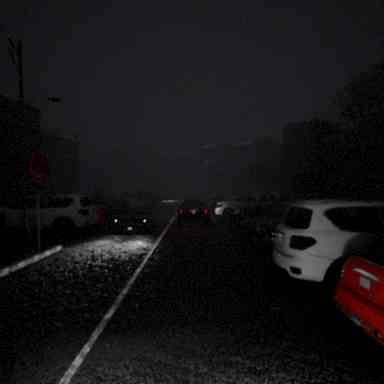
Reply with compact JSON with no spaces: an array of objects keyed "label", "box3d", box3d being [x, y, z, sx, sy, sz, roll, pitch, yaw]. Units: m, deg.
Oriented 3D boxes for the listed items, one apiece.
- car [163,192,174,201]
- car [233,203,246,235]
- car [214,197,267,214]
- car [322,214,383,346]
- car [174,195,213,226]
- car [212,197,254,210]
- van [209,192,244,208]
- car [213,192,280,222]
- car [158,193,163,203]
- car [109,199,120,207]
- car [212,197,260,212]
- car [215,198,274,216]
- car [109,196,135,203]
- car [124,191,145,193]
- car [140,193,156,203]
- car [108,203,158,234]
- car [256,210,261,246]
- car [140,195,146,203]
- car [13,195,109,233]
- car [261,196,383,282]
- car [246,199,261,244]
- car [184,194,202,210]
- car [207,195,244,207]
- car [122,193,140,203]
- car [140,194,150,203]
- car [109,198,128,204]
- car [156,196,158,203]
[{"label":"car","box3d":[-4.603,0.787,61.053,1.994,1.385,4.181,-1,4,-21]},{"label":"car","box3d":[4.624,1.433,15.976,4.792,1.488,2.163,0,0,0]},{"label":"car","box3d":[4.665,1.325,32.736,4.892,1.521,2.231,0,0,0]},{"label":"car","box3d":[4.620,1.331,4.799,4.553,1.767,2.185,0,0,0]},{"label":"car","box3d":[0.106,1.245,22.552,2.097,1.767,4.553,0,0,0]},{"label":"car","box3d":[4.662,1.338,38.324,4.674,1.452,2.002,0,0,0]},{"label":"van","box3d":[4.545,1.040,43.906,4.442,1.987,1.878,0,1,0]},{"label":"car","box3d":[4.629,1.099,27.147,5.566,2.045,2.435,0,0,0]},{"label":"car","box3d":[-7.638,0.920,49.245,5.566,2.045,2.435,0,1,0]},{"label":"car","box3d":[-7.671,1.412,22.779,4.674,1.452,2.002,0,0,0]},{"label":"car","box3d":[4.653,1.311,35.654,4.892,1.521,2.231,0,0,0]},{"label":"car","box3d":[4.652,1.337,29.943,5.008,1.535,2.097,0,0,0]},{"label":"car","box3d":[-7.701,1.373,28.781,4.792,1.488,2.163,0,0,0]},{"label":"car","box3d":[-7.637,1.144,43.475,4.553,1.767,2.185,0,0,0]},{"label":"car","box3d":[-7.484,1.285,40.534,5.366,1.575,1.946,0,0,0]},{"label":"car","box3d":[-3.094,1.511,18.844,1.895,1.301,4.718,0,0,0]},{"label":"car","box3d":[4.682,1.460,10.387,4.792,1.488,2.163,0,0,0]},{"label":"car","box3d":[-7.677,1.317,34.531,4.892,1.521,2.231,0,0,0]},{"label":"car","box3d":[-7.643,1.260,19.840,4.553,1.767,2.185,0,0,0]},{"label":"car","box3d":[4.680,1.192,7.593,5.566,2.045,2.435,0,0,0]},{"label":"car","box3d":[4.685,1.291,13.179,4.553,1.767,2.185,0,0,0]},{"label":"car","box3d":[0.111,1.162,40.230,2.097,1.767,4.553,0,0,0]},{"label":"car","box3d":[4.657,1.226,46.716,4.892,1.521,2.231,0,1,0]},{"label":"car","box3d":[-7.703,1.204,31.718,4.553,1.767,2.185,0,0,0]},{"label":"car","box3d":[-7.855,1.299,37.594,5.366,1.575,1.946,0,0,0]},{"label":"car","box3d":[-7.670,1.397,25.842,4.674,1.452,2.002,0,0,0]},{"label":"car","box3d":[-7.673,1.233,46.306,5.008,1.535,2.097,0,1,0]}]
